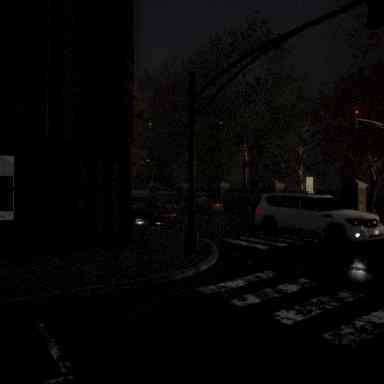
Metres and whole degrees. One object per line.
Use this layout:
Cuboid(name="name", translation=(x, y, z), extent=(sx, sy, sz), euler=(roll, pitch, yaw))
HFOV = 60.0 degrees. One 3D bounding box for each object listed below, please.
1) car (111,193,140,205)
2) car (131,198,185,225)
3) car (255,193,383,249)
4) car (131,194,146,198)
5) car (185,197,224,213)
Cuboid(name="car", translation=(-8.815, 0.864, 43.852), extent=(2.008, 1.369, 4.403), euler=(1, 0, -36))
Cuboid(name="car", translation=(-2.563, 1.257, 21.018), extent=(1.802, 1.307, 4.206), euler=(2, 0, -36))
Cuboid(name="car", translation=(5.276, 1.089, 14.635), extent=(2.150, 2.045, 5.566), euler=(1, 1, -36))
Cuboid(name="car", translation=(-4.530, 1.087, 28.103), extent=(1.812, 1.442, 4.674), euler=(0, 1, -36))
Cuboid(name="car", translation=(0.859, 1.130, 30.558), extent=(1.752, 1.417, 4.829), euler=(1, 0, -36))
